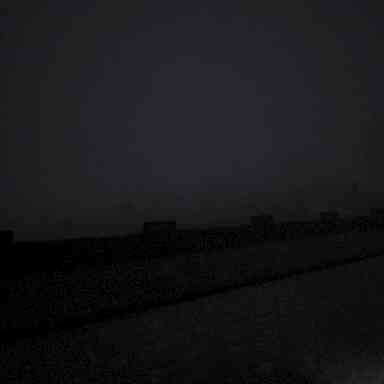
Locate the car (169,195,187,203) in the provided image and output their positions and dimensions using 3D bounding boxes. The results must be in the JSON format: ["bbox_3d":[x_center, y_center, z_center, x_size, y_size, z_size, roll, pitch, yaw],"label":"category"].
[{"bbox_3d":[-2.923,1.416,69.204,1.882,1.535,5.008,0,0,-36],"label":"car"}]

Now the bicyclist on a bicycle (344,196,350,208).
[{"bbox_3d":[20.443,1.340,43.854,1.656,1.620,0.582,0,0,-36],"label":"bicyclist on a bicycle"}]

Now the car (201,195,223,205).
[{"bbox_3d":[3.564,1.348,60.181,2.097,1.767,4.553,0,0,-35],"label":"car"}]
